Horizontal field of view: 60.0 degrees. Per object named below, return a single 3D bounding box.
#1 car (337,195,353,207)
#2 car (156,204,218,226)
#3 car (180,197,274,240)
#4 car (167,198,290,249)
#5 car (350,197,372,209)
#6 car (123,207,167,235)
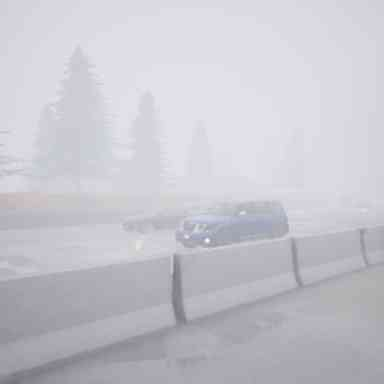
[{"bbox_3d":[26.623,1.512,57.570,2.150,2.045,5.566,-1,0,33],"label":"car"},{"bbox_3d":[-0.312,1.730,26.213,4.892,1.490,1.837,0,-1,-42],"label":"car"},{"bbox_3d":[2.152,1.368,19.095,5.566,2.045,2.150,0,0,-40],"label":"car"},{"bbox_3d":[1.929,1.331,14.362,5.566,2.045,2.150,0,0,-39],"label":"car"},{"bbox_3d":[25.881,1.783,50.171,2.033,1.411,5.357,-1,-1,36],"label":"car"},{"bbox_3d":[-1.799,1.665,20.372,5.008,1.535,1.882,0,-1,-40],"label":"car"}]
